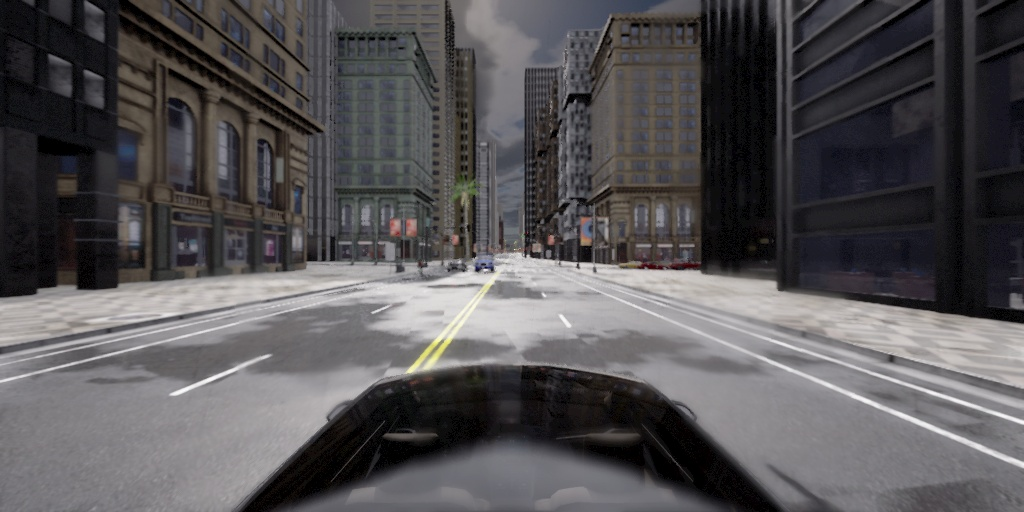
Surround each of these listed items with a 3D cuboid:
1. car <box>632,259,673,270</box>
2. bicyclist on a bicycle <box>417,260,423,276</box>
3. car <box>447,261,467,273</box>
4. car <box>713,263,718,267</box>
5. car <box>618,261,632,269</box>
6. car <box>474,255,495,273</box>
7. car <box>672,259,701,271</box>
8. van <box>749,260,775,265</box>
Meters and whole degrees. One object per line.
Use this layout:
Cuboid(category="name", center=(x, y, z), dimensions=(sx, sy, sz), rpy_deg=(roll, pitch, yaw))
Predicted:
Cuboid(category="car", center=(20.731, 1.507, 52.914), dimensions=(4.507, 1.381, 1.888), rpy_deg=(0, 0, 0))
Cuboid(category="bicyclist on a bicycle", center=(-8.836, 1.163, 34.506), dimensions=(0.582, 1.620, 1.656), rpy_deg=(0, 0, -1))
Cuboid(category="car", center=(-6.528, 1.258, 42.914), dimensions=(1.994, 1.385, 4.181), rpy_deg=(0, 0, 1))
Cuboid(category="car", center=(30.905, 1.682, 52.878), dimensions=(4.207, 1.307, 1.802), rpy_deg=(0, 0, 0))
Cuboid(category="car", center=(20.592, 1.500, 61.442), dimensions=(4.829, 1.417, 1.751), rpy_deg=(0, 0, 0))
Cuboid(category="car", center=(-3.267, 0.916, 43.853), dimensions=(2.150, 2.045, 5.566), rpy_deg=(0, 0, 0))
Cuboid(category="car", center=(25.818, 1.346, 52.896), dimensions=(5.009, 1.841, 2.192), rpy_deg=(0, 0, 0))
Cuboid(category="van", center=(35.992, 1.510, 52.860), dimensions=(3.998, 1.789, 1.690), rpy_deg=(0, 0, 0))
